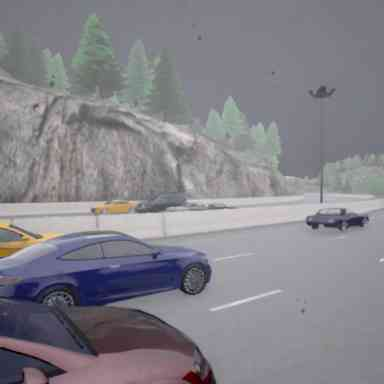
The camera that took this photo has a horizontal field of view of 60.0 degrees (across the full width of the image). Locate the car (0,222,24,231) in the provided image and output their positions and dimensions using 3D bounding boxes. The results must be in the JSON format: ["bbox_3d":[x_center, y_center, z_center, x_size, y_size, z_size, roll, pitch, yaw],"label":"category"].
[{"bbox_3d":[-5.277,1.499,8.678,5.008,1.535,1.882,0,0,-36],"label":"car"}]

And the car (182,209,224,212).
[{"bbox_3d":[1.499,1.619,27.739,4.718,1.301,1.895,0,0,-41],"label":"car"}]

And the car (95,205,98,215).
[{"bbox_3d":[-7.704,1.524,33.673,5.008,1.535,1.882,0,0,-41],"label":"car"}]

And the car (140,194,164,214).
[{"bbox_3d":[-2.896,1.256,33.177,5.566,2.045,2.150,0,0,-41],"label":"car"}]

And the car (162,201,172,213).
[{"bbox_3d":[-0.113,1.626,30.978,4.718,1.301,1.895,0,0,-41],"label":"car"}]

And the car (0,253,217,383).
[{"bbox_3d":[-1.816,1.572,2.562,4.181,1.385,1.994,0,0,-35],"label":"car"}]

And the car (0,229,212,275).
[{"bbox_3d":[-1.715,1.536,6.963,4.674,1.442,1.812,0,0,-36],"label":"car"}]

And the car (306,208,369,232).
[{"bbox_3d":[8.869,1.593,20.020,4.718,1.301,1.895,0,0,-42],"label":"car"}]
